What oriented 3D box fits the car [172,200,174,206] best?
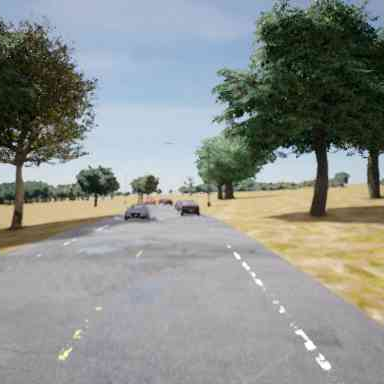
[{"bbox_3d":[-1.680,1.915,50.610,1.837,1.490,4.892,0,-1,-6],"label":"car"}]

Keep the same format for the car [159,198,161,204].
[{"bbox_3d":[-7.461,2.213,84.666,2.097,1.767,4.553,0,-2,-11],"label":"car"}]

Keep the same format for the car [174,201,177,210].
[{"bbox_3d":[-1.079,1.857,44.605,1.812,1.442,4.674,0,-1,-5],"label":"car"}]

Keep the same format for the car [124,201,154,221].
[{"bbox_3d":[-4.488,1.678,27.840,1.994,1.385,4.181,0,-1,-3],"label":"car"}]

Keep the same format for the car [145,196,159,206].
[{"bbox_3d":[-8.500,1.905,68.426,2.150,2.045,5.566,0,-1,-8],"label":"car"}]

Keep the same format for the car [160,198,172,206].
[{"bbox_3d":[-4.942,2.089,68.732,1.837,1.490,4.892,0,-1,-8],"label":"car"}]

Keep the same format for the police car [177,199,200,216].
[{"bbox_3d":[-0.251,1.626,34.694,1.930,1.638,5.238,0,-1,-4],"label":"police car"}]
